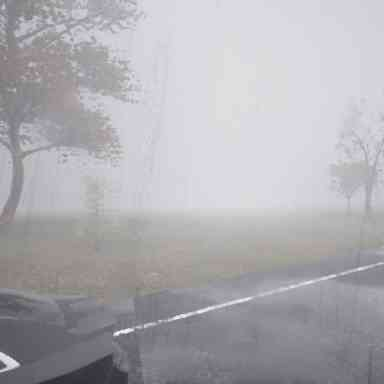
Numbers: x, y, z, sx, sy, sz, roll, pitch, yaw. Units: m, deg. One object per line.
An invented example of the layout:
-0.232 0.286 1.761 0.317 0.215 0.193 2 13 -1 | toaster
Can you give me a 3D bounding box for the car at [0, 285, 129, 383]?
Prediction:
-2.803 1.499 1.989 4.892 1.490 1.837 0 0 -36 | car
